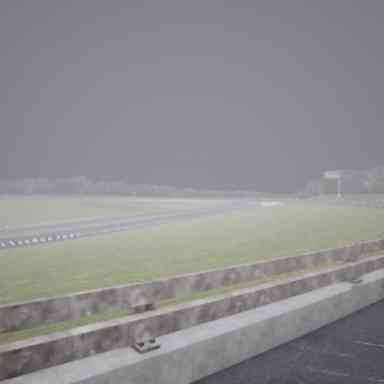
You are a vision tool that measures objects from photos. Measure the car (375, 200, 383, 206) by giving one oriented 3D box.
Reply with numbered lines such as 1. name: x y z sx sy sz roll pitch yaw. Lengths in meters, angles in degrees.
1. car: 43.034 2.465 74.985 1.994 1.385 4.181 0 -1 3
